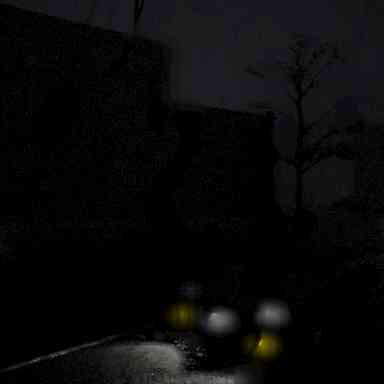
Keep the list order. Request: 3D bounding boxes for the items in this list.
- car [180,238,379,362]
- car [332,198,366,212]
[{"bbox_3d":[1.768,1.573,6.014,4.181,1.385,1.994,0,0,-45],"label":"car"},{"bbox_3d":[17.901,1.430,38.061,1.882,1.535,5.008,1,0,-2],"label":"car"}]
